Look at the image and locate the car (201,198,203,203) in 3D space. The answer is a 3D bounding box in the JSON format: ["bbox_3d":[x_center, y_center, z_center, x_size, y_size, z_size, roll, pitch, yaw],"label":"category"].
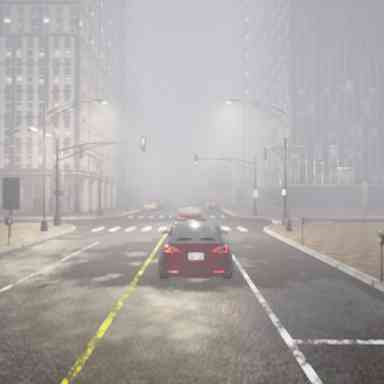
[{"bbox_3d":[2.805,2.042,51.776,2.008,1.369,4.403,0,0,0],"label":"car"}]

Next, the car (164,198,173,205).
[{"bbox_3d":[-5.667,2.269,80.155,2.008,1.369,4.403,0,0,0],"label":"car"}]

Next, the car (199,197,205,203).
[{"bbox_3d":[2.712,1.944,68.801,2.192,1.841,5.009,0,0,0],"label":"car"}]

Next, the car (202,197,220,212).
[{"bbox_3d":[2.834,1.883,46.099,1.967,1.590,4.097,0,0,0],"label":"car"}]

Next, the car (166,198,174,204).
[{"bbox_3d":[-5.669,2.219,74.480,1.887,1.381,4.507,0,0,0],"label":"car"}]

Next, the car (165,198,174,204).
[{"bbox_3d":[-5.665,2.310,85.831,2.008,1.369,4.403,0,0,0],"label":"car"}]

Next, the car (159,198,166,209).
[{"bbox_3d":[-5.773,1.807,51.782,2.192,1.841,5.009,0,0,0],"label":"car"}]

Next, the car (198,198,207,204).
[{"bbox_3d":[2.715,2.309,85.822,2.008,1.369,4.403,0,0,0],"label":"car"}]

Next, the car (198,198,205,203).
[{"bbox_3d":[2.716,2.326,91.668,1.752,1.417,4.829,0,0,0],"label":"car"}]

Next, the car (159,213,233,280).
[{"bbox_3d":[0.100,1.610,10.334,2.163,1.488,4.792,0,-1,0],"label":"car"}]

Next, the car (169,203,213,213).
[{"bbox_3d":[-0.281,1.718,21.328,2.163,1.488,4.792,0,-1,-6],"label":"car"}]

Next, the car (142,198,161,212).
[{"bbox_3d":[-5.806,1.968,45.931,1.752,1.417,4.829,0,0,0],"label":"car"}]
